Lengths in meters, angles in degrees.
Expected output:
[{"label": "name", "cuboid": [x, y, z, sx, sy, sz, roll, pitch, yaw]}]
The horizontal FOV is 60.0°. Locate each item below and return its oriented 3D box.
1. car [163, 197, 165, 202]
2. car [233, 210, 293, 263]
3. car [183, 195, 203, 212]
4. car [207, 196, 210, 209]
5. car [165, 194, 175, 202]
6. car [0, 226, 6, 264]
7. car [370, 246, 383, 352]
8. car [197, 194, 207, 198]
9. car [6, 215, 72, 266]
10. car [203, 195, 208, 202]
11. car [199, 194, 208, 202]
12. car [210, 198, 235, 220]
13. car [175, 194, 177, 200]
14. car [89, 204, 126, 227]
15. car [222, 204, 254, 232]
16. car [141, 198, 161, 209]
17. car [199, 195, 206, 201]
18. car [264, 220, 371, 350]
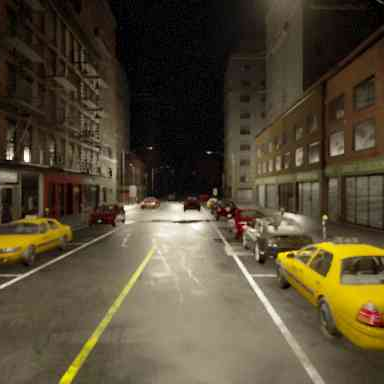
[{"label": "car", "cuboid": [-5.679, 1.605, 50.176, 1.947, 1.339, 4.313, -1, 0, 0]}, {"label": "car", "cuboid": [2.849, 1.550, 11.699, 2.008, 1.369, 4.403, -1, 0, 0]}, {"label": "car", "cuboid": [-0.002, 1.498, 38.384, 1.882, 1.535, 5.008, 0, 0, 0]}, {"label": "car", "cuboid": [2.846, 1.455, 33.687, 1.967, 1.590, 4.097, -1, 0, 0]}, {"label": "car", "cuboid": [-5.681, 1.669, 77.049, 1.947, 1.339, 4.313, -1, 0, 0]}, {"label": "car", "cuboid": [-5.676, 1.438, 6.202, 1.967, 1.590, 4.097, -1, 0, 0]}, {"label": "car", "cuboid": [2.849, 1.315, 0.705, 2.192, 1.841, 5.009, -1, 0, 0]}, {"label": "car", "cuboid": [2.841, 1.419, 77.050, 2.192, 1.841, 5.009, -1, 0, 0]}, {"label": "car", "cuboid": [-5.676, 1.524, 11.528, 1.752, 1.417, 4.829, -1, 0, 0]}, {"label": "car", "cuboid": [2.846, 1.556, 44.851, 1.752, 1.417, 4.829, -1, 0, 0]}, {"label": "car", "cuboid": [2.842, 1.432, 82.636, 2.192, 1.841, 5.009, -1, 0, 0]}, {"label": "car", "cuboid": [2.847, 1.449, 28.189, 1.967, 1.590, 4.097, -1, 0, 0]}, {"label": "car", "cuboid": [-5.683, 1.654, 88.051, 1.752, 1.417, 4.829, -1, 0, 0]}, {"label": "car", "cuboid": [-5.677, 1.549, 22.692, 1.887, 1.381, 4.507, -1, 0, 0]}, {"label": "car", "cuboid": [2.849, 1.546, 17.196, 1.887, 1.381, 4.507, -1, 0, 0]}, {"label": "car", "cuboid": [-5.680, 1.470, 44.680, 1.967, 1.590, 4.097, -1, 0, 0]}, {"label": "car", "cuboid": [2.847, 1.667, 93.977, 1.752, 1.417, 4.829, -1, 0, 0]}, {"label": "car", "cuboid": [2.850, 1.524, 6.373, 1.752, 1.417, 4.829, -1, 0, 0]}]
